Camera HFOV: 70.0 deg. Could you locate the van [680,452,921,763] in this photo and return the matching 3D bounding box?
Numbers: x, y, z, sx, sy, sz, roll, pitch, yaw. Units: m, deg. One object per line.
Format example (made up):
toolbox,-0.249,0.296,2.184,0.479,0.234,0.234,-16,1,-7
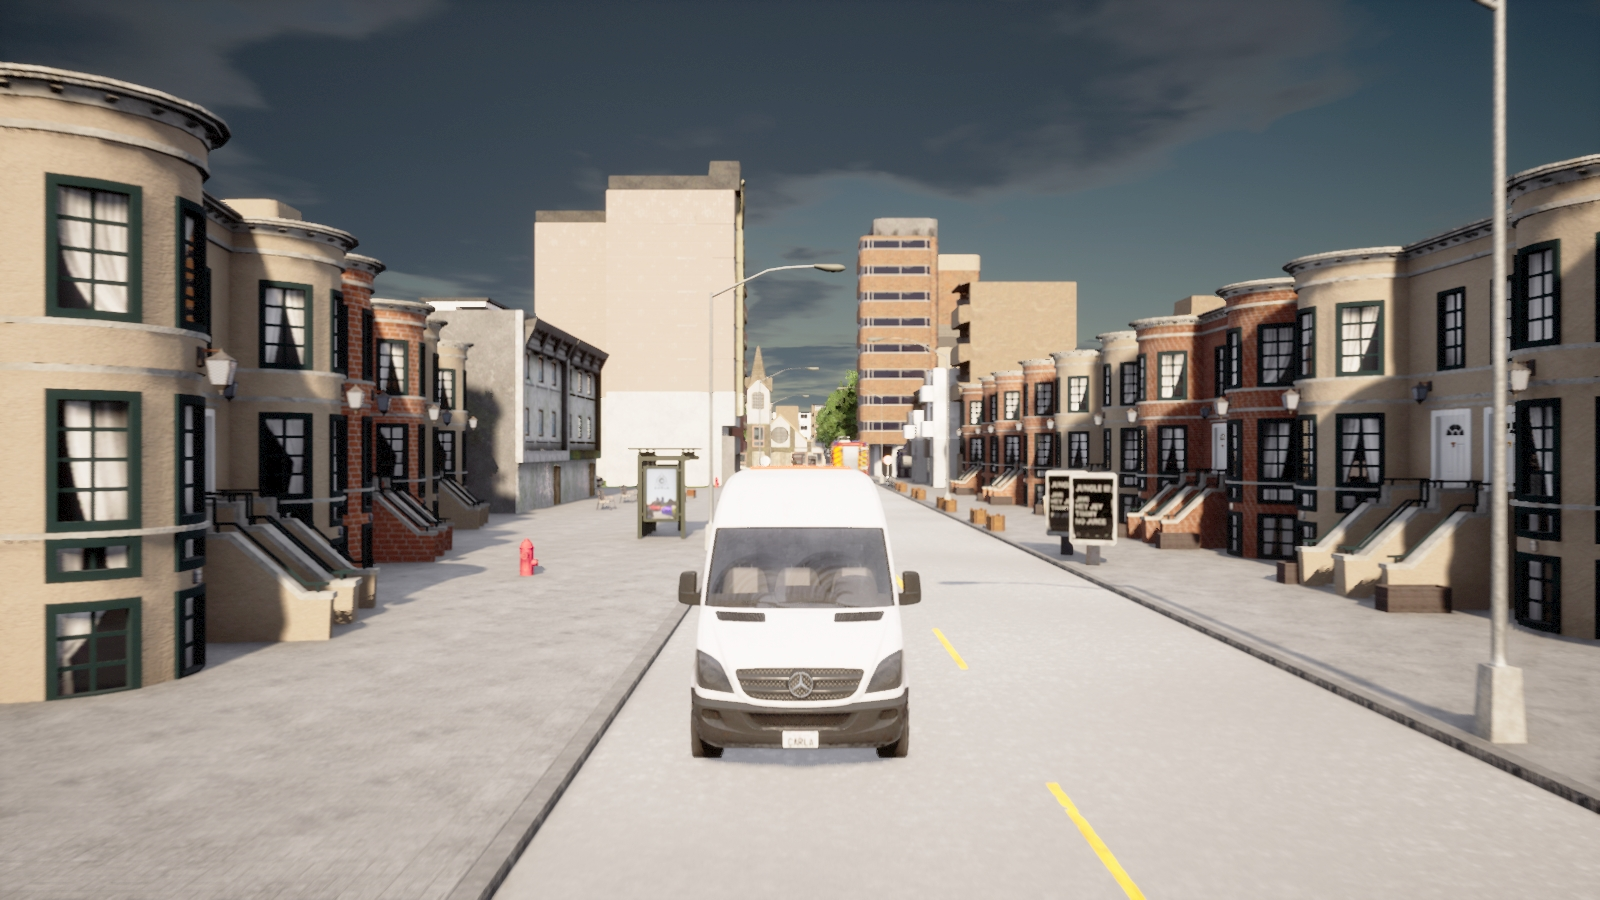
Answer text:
van,0.005,1.305,12.396,1.988,2.561,5.915,0,0,0
